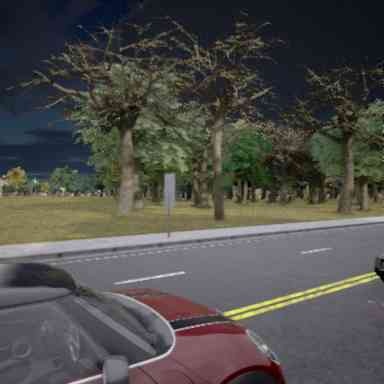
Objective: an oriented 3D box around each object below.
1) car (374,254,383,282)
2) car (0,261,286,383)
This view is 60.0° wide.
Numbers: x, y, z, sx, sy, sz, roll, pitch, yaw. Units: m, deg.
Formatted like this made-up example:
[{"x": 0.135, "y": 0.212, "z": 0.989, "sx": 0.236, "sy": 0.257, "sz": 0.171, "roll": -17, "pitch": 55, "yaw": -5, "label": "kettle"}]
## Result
[{"x": 6.484, "y": 1.648, "z": 8.059, "sx": 4.718, "sy": 1.301, "sz": 1.895, "roll": 0, "pitch": 0, "yaw": -35, "label": "car"}, {"x": -1.360, "y": 1.354, "z": 2.469, "sx": 4.553, "sy": 1.767, "sz": 2.097, "roll": 0, "pitch": 0, "yaw": -35, "label": "car"}]
